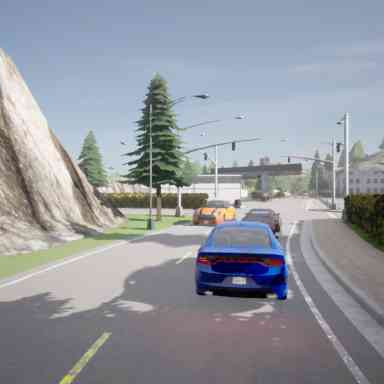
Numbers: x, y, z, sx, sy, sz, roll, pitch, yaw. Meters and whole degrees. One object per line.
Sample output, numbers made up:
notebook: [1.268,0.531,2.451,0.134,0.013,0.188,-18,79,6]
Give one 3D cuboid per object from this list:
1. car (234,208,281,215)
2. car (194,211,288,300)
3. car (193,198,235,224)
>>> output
car: [3.720,1.564,17.739,1.994,1.385,4.181,0,0,17]
car: [1.304,1.478,8.553,1.882,1.535,5.008,0,0,10]
car: [1.631,1.351,23.254,2.097,1.767,4.553,0,0,20]
